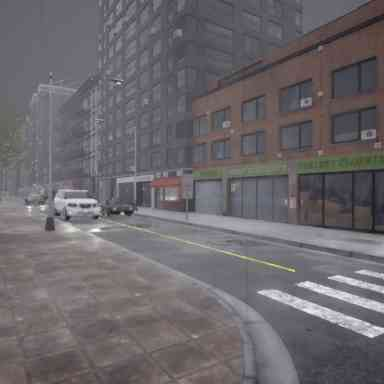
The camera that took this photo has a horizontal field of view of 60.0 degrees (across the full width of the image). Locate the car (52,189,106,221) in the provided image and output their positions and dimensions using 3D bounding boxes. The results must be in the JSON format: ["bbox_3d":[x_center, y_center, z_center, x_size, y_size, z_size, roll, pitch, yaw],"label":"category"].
[{"bbox_3d":[-8.210,0.825,23.437,2.150,2.045,5.566,0,1,-33],"label":"car"}]

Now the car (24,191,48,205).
[{"bbox_3d":[-19.848,0.900,41.814,1.812,1.442,4.674,0,0,-32],"label":"car"}]

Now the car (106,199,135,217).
[{"bbox_3d":[-6.193,1.209,25.752,1.895,1.301,4.718,0,1,-33],"label":"car"}]

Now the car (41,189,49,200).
[{"bbox_3d":[-21.805,0.575,50.191,2.150,2.045,5.566,0,-1,-32],"label":"car"}]
